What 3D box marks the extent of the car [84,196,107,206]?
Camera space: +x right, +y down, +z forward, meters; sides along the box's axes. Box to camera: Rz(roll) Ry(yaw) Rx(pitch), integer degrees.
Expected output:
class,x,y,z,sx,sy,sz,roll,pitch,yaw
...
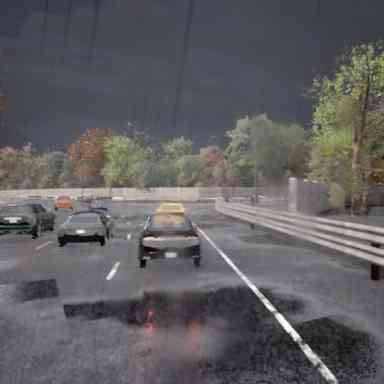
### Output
class,x,y,z,sx,sy,sz,roll,pitch,yaw
car,-11.215,1.575,39.469,2.033,1.411,5.357,0,0,-22

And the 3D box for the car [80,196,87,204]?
class,x,y,z,sx,sy,sz,roll,pitch,yaw
car,-19.861,1.555,63.020,1.837,1.490,4.892,0,0,-34

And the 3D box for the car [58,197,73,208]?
class,x,y,z,sx,sy,sz,roll,pitch,yaw
car,-17.096,1.398,44.030,2.097,1.767,4.553,0,0,-25

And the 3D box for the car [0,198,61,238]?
class,x,y,z,sx,sy,sz,roll,pitch,yaw
car,-8.708,1.377,17.613,2.097,1.767,4.553,0,0,-10

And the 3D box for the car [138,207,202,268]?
class,x,y,z,sx,sy,sz,roll,pitch,yaw
car,-0.808,1.492,11.390,2.128,1.511,4.902,0,0,-6

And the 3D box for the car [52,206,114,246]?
class,x,y,z,sx,sy,sz,roll,pitch,yaw
car,-4.802,1.576,15.471,1.994,1.385,4.181,0,0,-8

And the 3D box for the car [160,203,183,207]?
class,x,y,z,sx,sy,sz,roll,pitch,yaw
car,-1.355,1.477,21.920,1.882,1.535,5.008,0,0,-4
